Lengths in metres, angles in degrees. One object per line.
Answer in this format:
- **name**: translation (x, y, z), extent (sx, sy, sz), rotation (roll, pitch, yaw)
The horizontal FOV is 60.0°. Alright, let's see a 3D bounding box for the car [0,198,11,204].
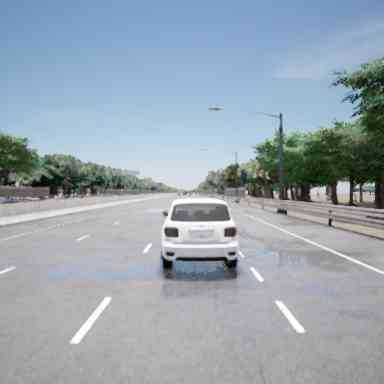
- **car**: translation (-24.659, 1.467, 43.372), extent (2.033, 1.411, 5.357), rotation (0, 0, 0)

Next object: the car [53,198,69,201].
- **car**: translation (-17.660, 1.483, 44.996), extent (1.994, 1.385, 4.181), rotation (0, 0, 0)

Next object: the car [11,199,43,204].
- **car**: translation (-21.159, 1.520, 43.626), extent (1.895, 1.301, 4.718), rotation (0, 0, 0)

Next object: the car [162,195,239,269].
- **car**: translation (0.169, 1.234, 11.244), extent (2.150, 2.045, 5.566), rotation (0, 0, -2)
